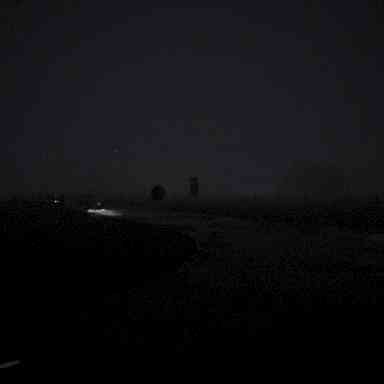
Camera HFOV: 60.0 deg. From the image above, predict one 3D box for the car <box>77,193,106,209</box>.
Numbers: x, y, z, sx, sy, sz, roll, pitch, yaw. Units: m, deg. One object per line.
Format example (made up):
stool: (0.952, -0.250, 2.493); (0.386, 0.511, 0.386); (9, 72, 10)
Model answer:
car: (-10.557, 0.908, 34.742); (2.128, 1.511, 4.902); (-1, 2, -35)

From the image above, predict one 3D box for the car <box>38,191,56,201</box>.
car: (-22.775, 0.546, 52.284); (1.882, 1.535, 5.008); (-1, 1, -35)
